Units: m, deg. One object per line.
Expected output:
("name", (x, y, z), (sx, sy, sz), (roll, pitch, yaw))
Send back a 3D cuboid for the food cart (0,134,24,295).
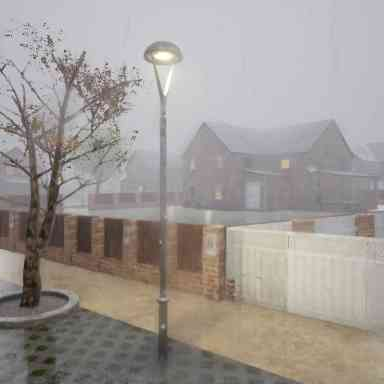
("food cart", (-6.464, 0.462, 8.229), (4.660, 3.560, 2.280), (1, 0, 38))
